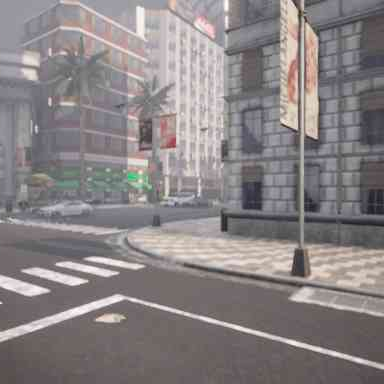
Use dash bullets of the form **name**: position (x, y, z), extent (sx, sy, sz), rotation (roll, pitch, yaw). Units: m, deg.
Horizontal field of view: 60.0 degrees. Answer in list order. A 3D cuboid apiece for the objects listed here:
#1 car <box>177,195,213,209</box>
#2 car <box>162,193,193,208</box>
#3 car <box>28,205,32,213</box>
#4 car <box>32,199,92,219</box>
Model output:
- **car**: position (0.770, 1.470, 44.573), extent (2.033, 1.411, 5.357), rotation (0, 0, 37)
- **car**: position (-1.794, 1.134, 46.862), extent (2.150, 2.045, 5.566), rotation (0, 0, 38)
- **car**: position (-12.983, 1.403, 31.680), extent (2.128, 1.511, 4.902), rotation (0, 0, 36)
- **car**: position (-10.824, 1.448, 28.708), extent (1.812, 1.442, 4.674), rotation (0, 0, 36)
